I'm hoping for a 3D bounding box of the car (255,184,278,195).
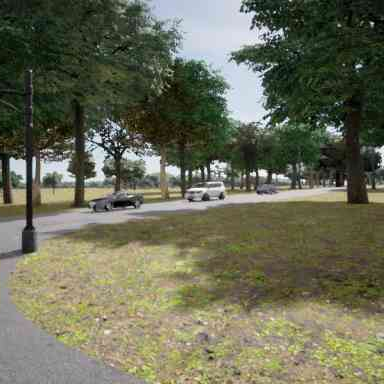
[{"bbox_3d":[11.077,-0.361,48.946,1.837,1.490,4.892,-1,1,38],"label":"car"}]

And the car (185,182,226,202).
[{"bbox_3d":[1.585,-0.064,36.704,2.150,2.045,5.566,-1,2,37],"label":"car"}]

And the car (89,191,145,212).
[{"bbox_3d":[-6.016,0.695,26.830,2.128,1.511,4.902,-1,2,37],"label":"car"}]
